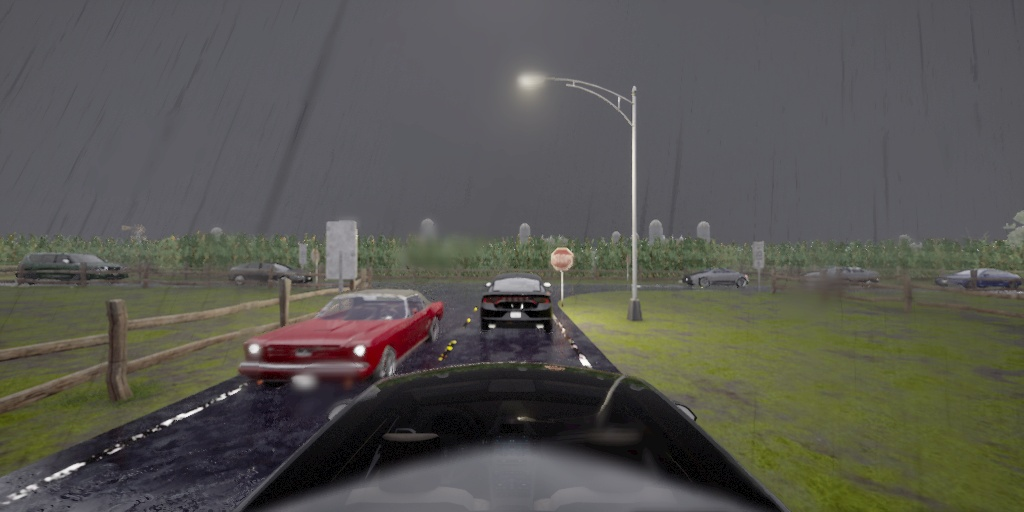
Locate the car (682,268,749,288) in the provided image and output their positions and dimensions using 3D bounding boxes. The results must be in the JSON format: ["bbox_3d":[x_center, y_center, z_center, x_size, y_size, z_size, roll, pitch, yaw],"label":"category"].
[{"bbox_3d":[14.697,1.541,26.026,4.181,1.385,1.994,0,-1,1],"label":"car"}]

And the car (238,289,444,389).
[{"bbox_3d":[-2.726,1.368,7.010,1.895,1.301,4.718,0,0,2],"label":"car"}]

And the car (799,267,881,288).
[{"bbox_3d":[23.641,1.542,25.966,4.902,1.511,2.128,0,-1,0],"label":"car"}]

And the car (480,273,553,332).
[{"bbox_3d":[0.186,1.257,11.059,1.882,1.535,5.008,0,0,2],"label":"car"}]

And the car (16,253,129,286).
[{"bbox_3d":[-28.509,0.829,23.371,5.566,2.045,2.150,0,-1,1],"label":"car"}]

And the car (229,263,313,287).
[{"bbox_3d":[-15.505,1.195,23.232,4.892,1.490,1.837,1,-1,2],"label":"car"}]

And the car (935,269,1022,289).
[{"bbox_3d":[33.656,1.661,25.893,4.674,1.442,1.812,0,-1,1],"label":"car"}]
